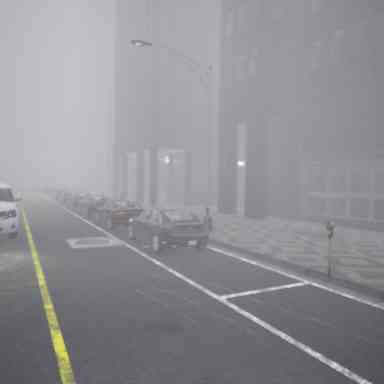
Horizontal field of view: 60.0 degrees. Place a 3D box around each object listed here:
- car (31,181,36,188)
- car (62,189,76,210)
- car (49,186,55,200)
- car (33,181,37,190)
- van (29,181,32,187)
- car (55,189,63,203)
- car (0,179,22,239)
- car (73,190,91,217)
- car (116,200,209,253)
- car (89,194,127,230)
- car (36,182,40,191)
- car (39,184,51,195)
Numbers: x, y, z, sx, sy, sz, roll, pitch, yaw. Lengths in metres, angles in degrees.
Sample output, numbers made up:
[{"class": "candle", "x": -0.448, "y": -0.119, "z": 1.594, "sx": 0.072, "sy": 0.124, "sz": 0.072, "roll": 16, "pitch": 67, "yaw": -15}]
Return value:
[{"class": "car", "x": -32.732, "y": -1.090, "z": 71.423, "sx": 2.008, "sy": 1.369, "sz": 4.403, "roll": 1, "pitch": 1, "yaw": -28}, {"class": "car", "x": -8.929, "y": 0.640, "z": 26.779, "sx": 1.887, "sy": 1.381, "sz": 4.507, "roll": 1, "pitch": 1, "yaw": -28}, {"class": "car", "x": -14.220, "y": 0.279, "z": 36.701, "sx": 1.947, "sy": 1.339, "sz": 4.313, "roll": 1, "pitch": 1, "yaw": -28}, {"class": "car", "x": -30.087, "y": -0.902, "z": 66.462, "sx": 1.887, "sy": 1.381, "sz": 4.507, "roll": 1, "pitch": 1, "yaw": -28}, {"class": "van", "x": -40.659, "y": -1.884, "z": 86.299, "sx": 1.690, "sy": 1.788, "sz": 3.998, "roll": 1, "pitch": 1, "yaw": -28}, {"class": "car", "x": -11.574, "y": 0.449, "z": 31.739, "sx": 1.887, "sy": 1.381, "sz": 4.507, "roll": 1, "pitch": 1, "yaw": -28}, {"class": "car", "x": -8.389, "y": 0.669, "z": 13.690, "sx": 2.150, "sy": 2.045, "sz": 5.566, "roll": 0, "pitch": 3, "yaw": -28}, {"class": "car", "x": -6.285, "y": 0.830, "z": 21.817, "sx": 1.887, "sy": 1.381, "sz": 4.507, "roll": 1, "pitch": 1, "yaw": -28}, {"class": "car", "x": -0.996, "y": 1.213, "z": 11.897, "sx": 2.008, "sy": 1.369, "sz": 4.403, "roll": 1, "pitch": 1, "yaw": -28}, {"class": "car", "x": -3.641, "y": 1.019, "z": 16.858, "sx": 1.887, "sy": 1.381, "sz": 4.507, "roll": 1, "pitch": 1, "yaw": -28}, {"class": "car", "x": -24.795, "y": -0.619, "z": 56.539, "sx": 1.967, "sy": 1.590, "sz": 4.097, "roll": 1, "pitch": 1, "yaw": -28}, {"class": "car", "x": -22.153, "y": -0.321, "z": 51.581, "sx": 1.887, "sy": 1.381, "sz": 4.507, "roll": 1, "pitch": 1, "yaw": -28}]
